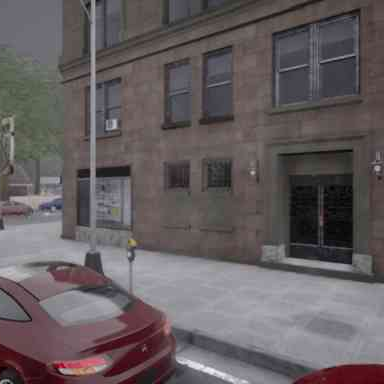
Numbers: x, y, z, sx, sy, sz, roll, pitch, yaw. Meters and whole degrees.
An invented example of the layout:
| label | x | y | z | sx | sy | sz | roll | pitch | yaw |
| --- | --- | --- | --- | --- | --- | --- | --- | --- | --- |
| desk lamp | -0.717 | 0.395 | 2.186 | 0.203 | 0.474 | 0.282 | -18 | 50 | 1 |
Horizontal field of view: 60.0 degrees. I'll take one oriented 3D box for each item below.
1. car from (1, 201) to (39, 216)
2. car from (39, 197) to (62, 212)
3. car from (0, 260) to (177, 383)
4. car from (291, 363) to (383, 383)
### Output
| label | x | y | z | sx | sy | sz | roll | pitch | yaw |
| --- | --- | --- | --- | --- | --- | --- | --- | --- | --- |
| car | -15.894 | 1.450 | 28.487 | 1.994 | 1.385 | 4.181 | 0 | 0 | 36 |
| car | -14.242 | 1.319 | 36.427 | 1.882 | 1.535 | 5.008 | 0 | 0 | 35 |
| car | -2.106 | 1.579 | 4.305 | 4.206 | 1.307 | 1.802 | 0 | 0 | 35 |
| car | 2.394 | 1.546 | 1.112 | 4.507 | 1.381 | 1.887 | 0 | 0 | 35 |
